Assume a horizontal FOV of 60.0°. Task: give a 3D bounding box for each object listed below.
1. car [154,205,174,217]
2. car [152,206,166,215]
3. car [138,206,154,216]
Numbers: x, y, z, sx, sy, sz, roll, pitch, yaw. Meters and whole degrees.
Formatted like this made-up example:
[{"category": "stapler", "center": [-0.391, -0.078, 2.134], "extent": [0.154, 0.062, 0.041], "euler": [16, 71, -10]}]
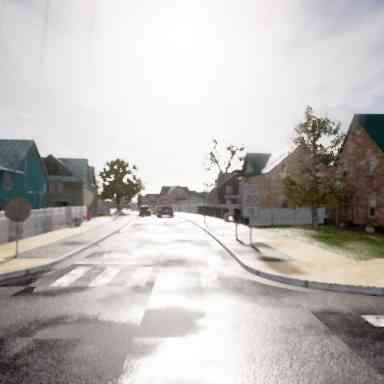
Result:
[{"category": "car", "center": [-3.852, 2.724, 48.130], "extent": [2.097, 1.767, 4.553], "euler": [1, -2, -10]}, {"category": "car", "center": [-5.809, 3.181, 58.053], "extent": [1.882, 1.535, 5.008], "euler": [1, -2, -12]}, {"category": "car", "center": [-7.325, 2.980, 51.797], "extent": [1.837, 1.490, 4.892], "euler": [1, -2, -10]}]
